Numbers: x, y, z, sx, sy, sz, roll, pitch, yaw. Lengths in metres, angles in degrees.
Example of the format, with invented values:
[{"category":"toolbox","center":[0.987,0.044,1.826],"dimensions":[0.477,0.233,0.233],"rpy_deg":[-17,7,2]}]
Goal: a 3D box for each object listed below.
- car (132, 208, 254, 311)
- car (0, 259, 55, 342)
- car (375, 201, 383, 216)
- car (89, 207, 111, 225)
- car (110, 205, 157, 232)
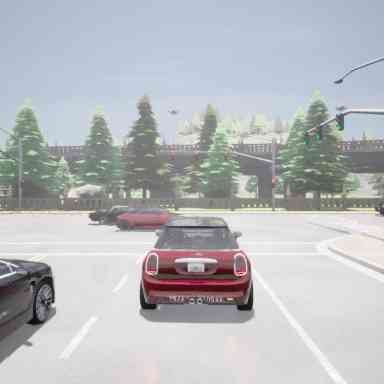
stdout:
[{"category":"car","center":[0.148,1.352,7.968],"dimensions":[2.097,1.767,4.553],"rpy_deg":[0,0,2]},{"category":"car","center":[-3.432,1.492,4.217],"dimensions":[2.128,1.511,4.902],"rpy_deg":[0,0,0]},{"category":"car","center":[19.473,1.166,29.666],"dimensions":[5.566,2.045,2.150],"rpy_deg":[0,0,1]},{"category":"car","center":[-4.472,1.571,22.835],"dimensions":[4.718,1.301,1.895],"rpy_deg":[0,0,1]},{"category":"car","center":[-2.266,1.544,19.306],"dimensions":[4.181,1.385,1.994],"rpy_deg":[0,0,1]}]
